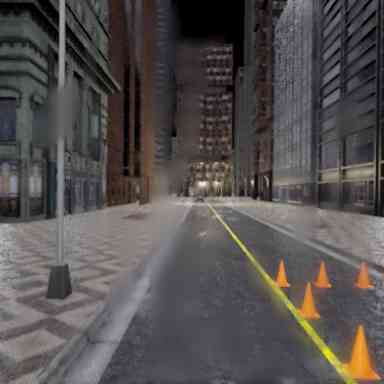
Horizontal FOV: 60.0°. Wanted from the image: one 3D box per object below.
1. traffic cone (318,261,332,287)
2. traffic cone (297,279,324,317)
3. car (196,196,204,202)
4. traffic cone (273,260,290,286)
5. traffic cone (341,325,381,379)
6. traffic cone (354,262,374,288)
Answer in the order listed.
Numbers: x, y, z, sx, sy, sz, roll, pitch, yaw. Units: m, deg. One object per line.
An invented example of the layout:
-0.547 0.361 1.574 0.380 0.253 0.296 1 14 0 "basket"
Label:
3.216 1.998 8.191 0.340 0.580 0.340 1 0 1 "traffic cone"
2.176 1.985 6.212 0.340 0.580 0.340 1 0 1 "traffic cone"
1.929 1.613 77.858 2.033 1.411 5.357 1 0 1 "car"
2.216 1.986 8.212 0.340 0.580 0.340 1 0 1 "traffic cone"
2.135 1.983 4.213 0.340 0.580 0.340 1 0 1 "traffic cone"
4.216 2.010 8.171 0.340 0.580 0.340 1 0 1 "traffic cone"
